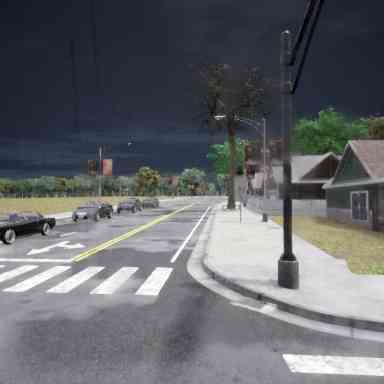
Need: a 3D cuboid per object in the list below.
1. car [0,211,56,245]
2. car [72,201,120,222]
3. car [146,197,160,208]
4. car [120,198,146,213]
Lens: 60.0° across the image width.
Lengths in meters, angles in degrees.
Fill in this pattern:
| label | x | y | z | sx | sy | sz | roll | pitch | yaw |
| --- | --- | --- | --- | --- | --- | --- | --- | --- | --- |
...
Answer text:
| label | x | y | z | sx | sy | sz | roll | pitch | yaw |
| --- | --- | --- | --- | --- | --- | --- | --- | --- | --- |
| car | -8.444 | 1.594 | 15.733 | 1.895 | 1.301 | 4.718 | 0 | 0 | 5 |
| car | -7.571 | 1.449 | 25.785 | 2.128 | 1.511 | 4.902 | 0 | 0 | 5 |
| car | -5.754 | 1.410 | 46.211 | 1.837 | 1.490 | 4.892 | 0 | 0 | 6 |
| car | -6.683 | 1.430 | 35.991 | 1.837 | 1.490 | 4.892 | 0 | 0 | 5 |
